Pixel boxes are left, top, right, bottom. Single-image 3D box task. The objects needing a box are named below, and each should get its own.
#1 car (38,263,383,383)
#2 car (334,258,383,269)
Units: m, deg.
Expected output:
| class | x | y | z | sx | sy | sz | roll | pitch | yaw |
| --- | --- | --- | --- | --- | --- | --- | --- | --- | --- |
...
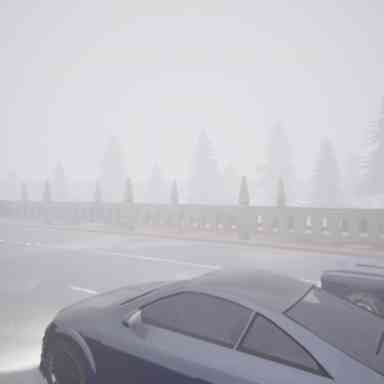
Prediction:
| class | x | y | z | sx | sy | sz | roll | pitch | yaw |
| --- | --- | --- | --- | --- | --- | --- | --- | --- | --- |
| car | 0.266 | 1.546 | 3.553 | 4.181 | 1.385 | 1.994 | 0 | 0 | 34 |
| car | 4.406 | 1.573 | 5.002 | 4.718 | 1.301 | 1.895 | 0 | 0 | 36 |
